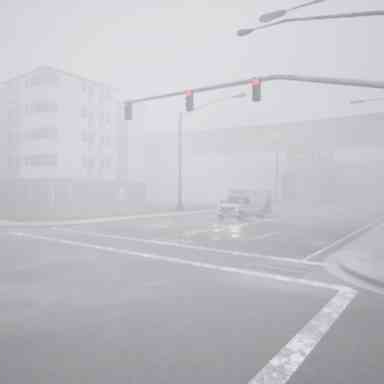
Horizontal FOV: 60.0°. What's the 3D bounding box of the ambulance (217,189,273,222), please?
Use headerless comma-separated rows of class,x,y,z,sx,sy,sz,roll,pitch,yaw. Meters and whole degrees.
ambulance,4.389,1.008,27.160,2.351,2.431,6.366,1,0,35
